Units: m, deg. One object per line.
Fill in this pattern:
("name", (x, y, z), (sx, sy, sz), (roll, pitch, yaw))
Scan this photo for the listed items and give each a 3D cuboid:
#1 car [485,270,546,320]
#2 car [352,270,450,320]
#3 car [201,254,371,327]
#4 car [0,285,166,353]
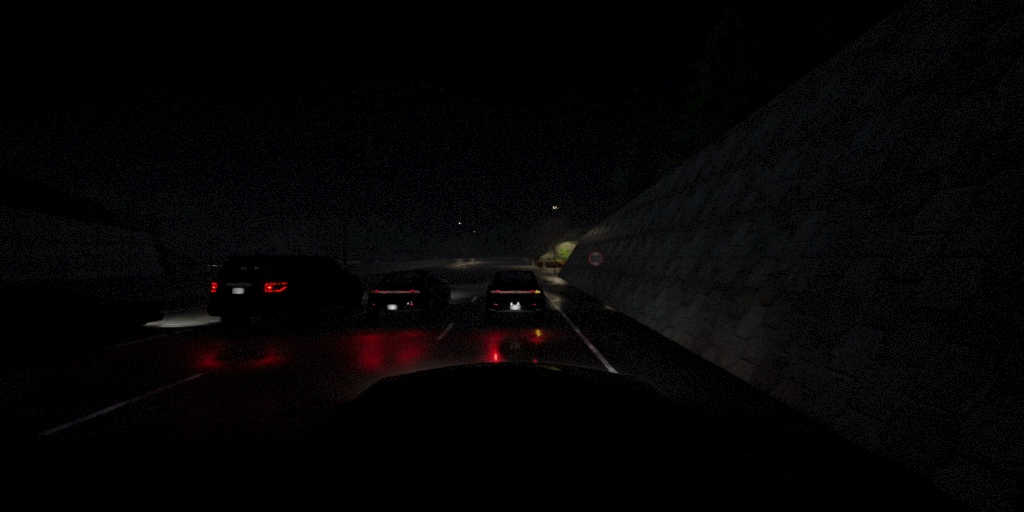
("car", (0.098, 1.243, 12.607), (2.128, 1.511, 4.902), (0, 0, 0))
("car", (-3.402, 1.243, 12.622), (2.128, 1.511, 4.902), (0, 0, 0))
("car", (-6.900, 0.973, 11.729), (2.150, 2.045, 5.566), (0, 0, 0))
("car", (-10.402, 1.299, 7.279), (2.033, 1.411, 5.357), (0, 0, 0))
